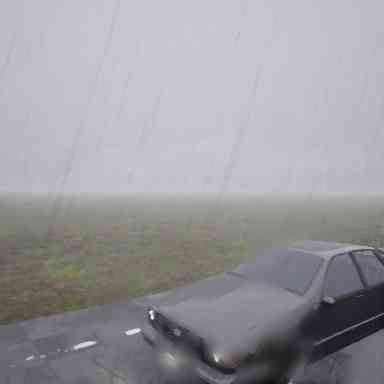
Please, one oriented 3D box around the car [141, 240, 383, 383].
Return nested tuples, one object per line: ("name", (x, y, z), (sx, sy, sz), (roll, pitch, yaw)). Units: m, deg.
("car", (1.927, 1.541, 5.371), (5.357, 1.411, 2.033), (0, 0, -36))
